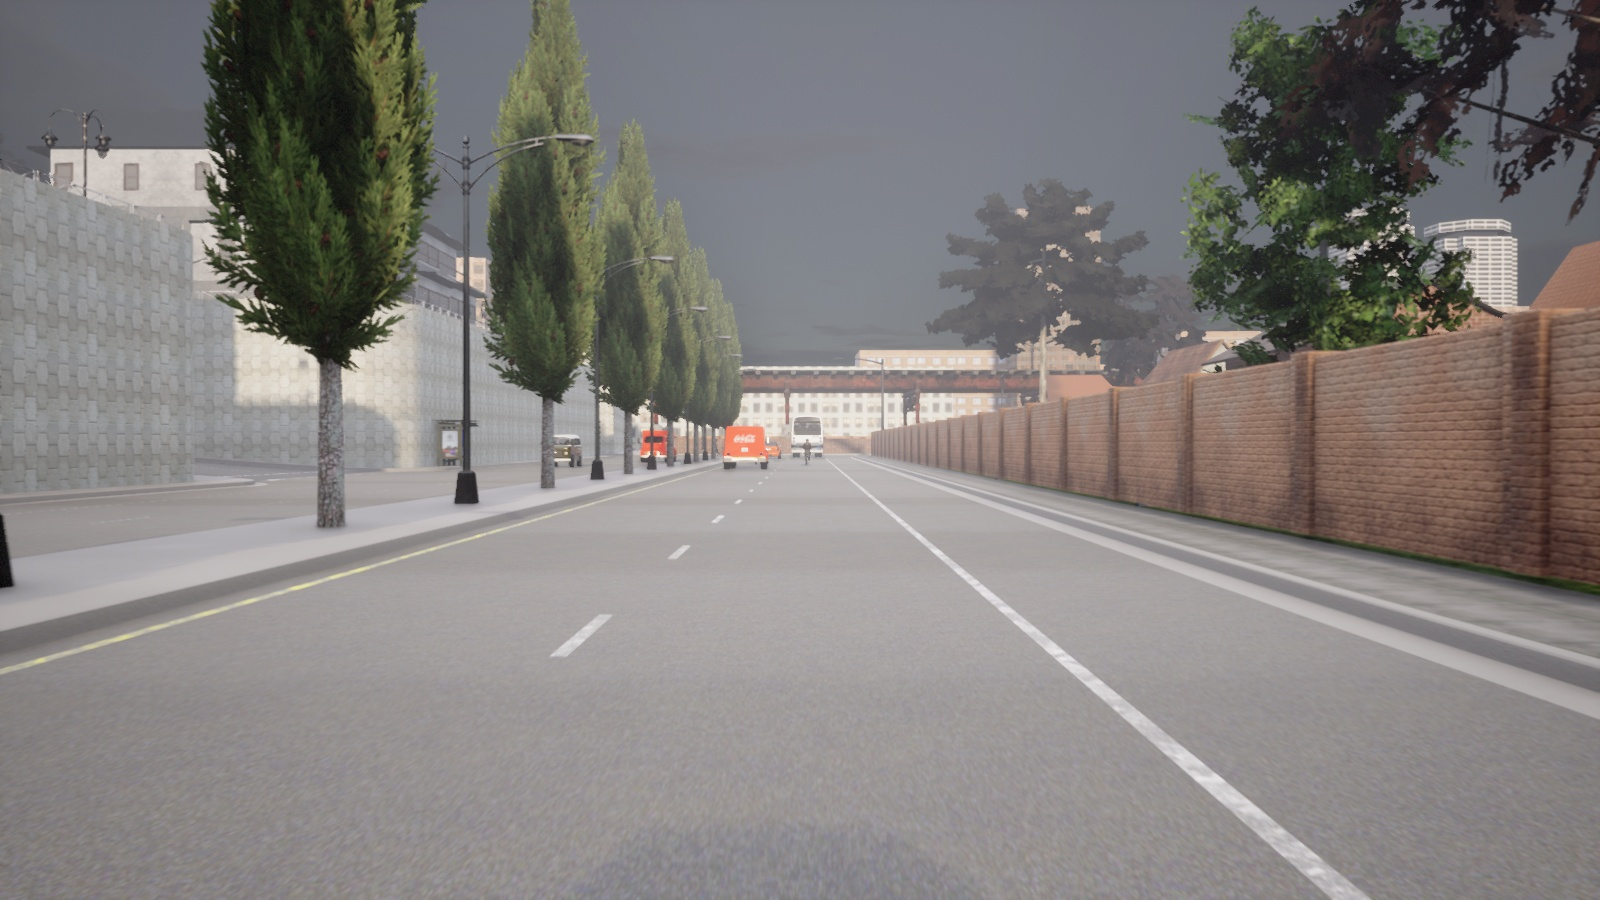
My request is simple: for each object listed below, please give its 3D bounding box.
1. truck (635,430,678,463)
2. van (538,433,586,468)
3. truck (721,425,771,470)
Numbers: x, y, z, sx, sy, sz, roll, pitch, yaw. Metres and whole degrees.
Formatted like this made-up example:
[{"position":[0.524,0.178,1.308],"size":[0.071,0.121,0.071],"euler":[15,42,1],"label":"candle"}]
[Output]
[{"position":[-10.938,-0.291,96.126],"size":[2.627,2.467,5.204],"euler":[0,0,0],"label":"truck"},{"position":[-14.548,0.025,76.861],"size":[2.069,2.038,4.480],"euler":[0,0,0],"label":"van"},{"position":[-3.070,-0.153,72.770],"size":[2.627,2.467,5.204],"euler":[0,0,0],"label":"truck"}]
